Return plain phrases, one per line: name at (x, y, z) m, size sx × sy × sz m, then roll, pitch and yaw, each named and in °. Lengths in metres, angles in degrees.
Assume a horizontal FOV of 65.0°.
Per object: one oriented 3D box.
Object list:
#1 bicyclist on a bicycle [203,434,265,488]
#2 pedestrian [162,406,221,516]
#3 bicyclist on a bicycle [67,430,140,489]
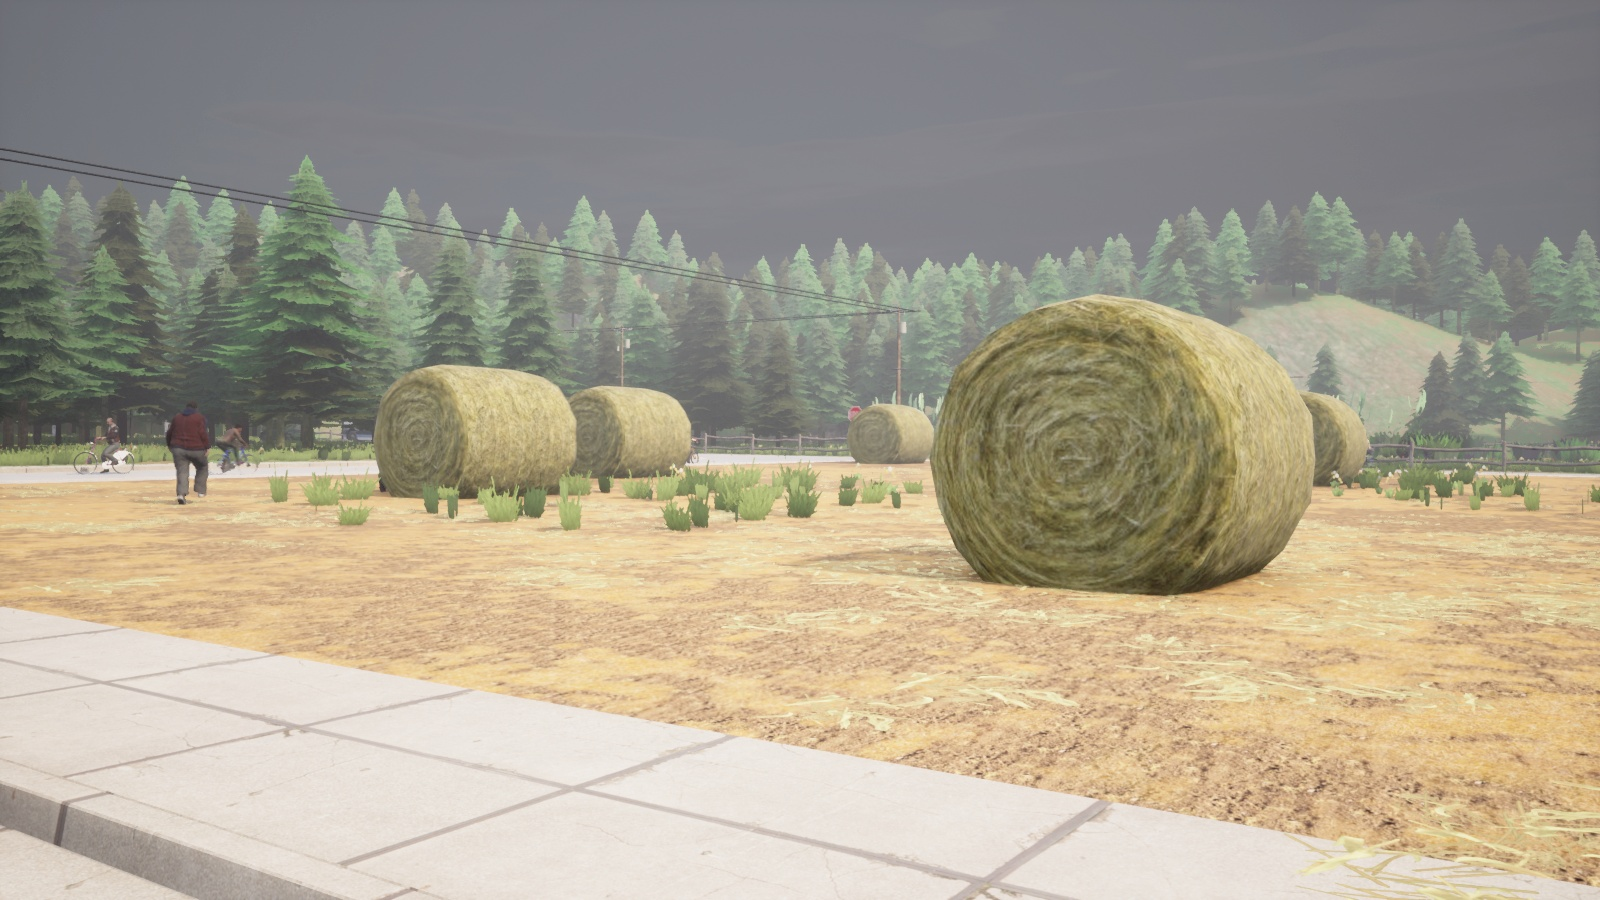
bicyclist on a bicycle at (-17.382, 0.323, 38.621) m, size 0.582 × 1.620 × 1.656 m, roll 0°, pitch 1°, yaw 35°
pedestrian at (-10.455, 0.174, 21.598) m, size 0.634 × 1.844 × 0.899 m, roll -1°, pitch 1°, yaw -7°
bicyclist on a bicycle at (-21.509, 0.277, 38.810) m, size 0.659 × 1.776 × 1.843 m, roll 0°, pitch 1°, yaw 35°
